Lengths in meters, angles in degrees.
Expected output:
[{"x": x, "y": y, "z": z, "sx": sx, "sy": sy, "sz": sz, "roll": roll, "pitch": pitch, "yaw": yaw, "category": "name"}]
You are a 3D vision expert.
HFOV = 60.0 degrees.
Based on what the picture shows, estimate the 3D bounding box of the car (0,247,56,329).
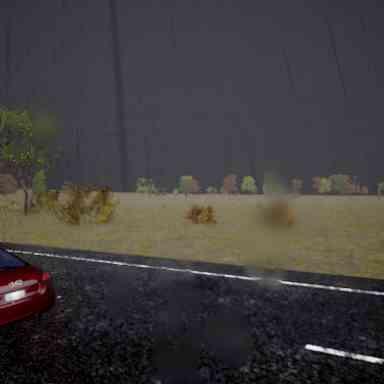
[{"x": -4.597, "y": 1.651, "z": 6.260, "sx": 4.181, "sy": 1.385, "sz": 1.994, "roll": -1, "pitch": -1, "yaw": 28, "category": "car"}]
